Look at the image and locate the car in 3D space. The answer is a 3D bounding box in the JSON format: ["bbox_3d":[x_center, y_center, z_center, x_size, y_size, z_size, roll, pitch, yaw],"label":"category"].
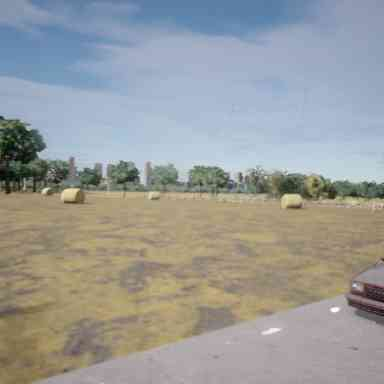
[{"bbox_3d":[5.458,1.654,6.861,5.357,1.411,2.033,1,0,-34],"label":"car"}]
